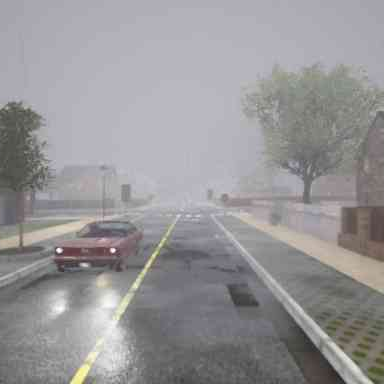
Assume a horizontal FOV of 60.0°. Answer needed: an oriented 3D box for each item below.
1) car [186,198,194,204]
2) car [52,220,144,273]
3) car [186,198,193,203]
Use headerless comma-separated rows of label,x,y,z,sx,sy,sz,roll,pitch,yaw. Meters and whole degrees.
car,-0.541,2.294,81.643,1.812,1.442,4.674,0,-1,-1
car,-2.850,1.662,11.089,1.895,1.301,4.718,0,0,0
car,-0.757,2.491,94.996,1.994,1.385,4.181,0,-1,-2
